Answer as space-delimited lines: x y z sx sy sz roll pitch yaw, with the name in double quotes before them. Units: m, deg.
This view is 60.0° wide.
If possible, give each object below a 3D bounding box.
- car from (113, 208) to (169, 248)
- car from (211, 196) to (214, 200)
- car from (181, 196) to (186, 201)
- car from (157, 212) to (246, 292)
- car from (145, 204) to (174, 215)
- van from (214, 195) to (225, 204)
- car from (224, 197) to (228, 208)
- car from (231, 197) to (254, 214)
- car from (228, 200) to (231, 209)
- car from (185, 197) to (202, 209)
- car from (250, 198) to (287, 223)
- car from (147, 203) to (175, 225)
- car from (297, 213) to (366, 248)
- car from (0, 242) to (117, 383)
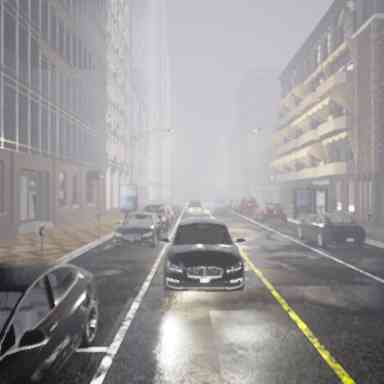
"car" -2.310 1.607 14.933 2.008 1.369 4.403 0 0 0
"car" 6.153 1.890 77.056 1.947 1.339 4.313 0 0 0
"car" -2.206 1.845 94.014 1.967 1.590 4.097 0 0 0
"car" 0.275 1.538 9.185 1.837 1.490 4.892 0 0 0
"car" -2.303 1.519 20.583 1.967 1.590 4.097 0 0 0
"van" 6.144 1.639 71.408 1.690 1.788 3.998 0 0 0
"car" 6.115 1.777 48.813 1.802 1.307 4.206 0 0 0
"car" 6.101 1.463 37.517 2.192 1.841 5.009 0 0 0
"car" 6.107 1.753 43.165 1.802 1.307 4.206 0 0 0
"car" 0.424 1.759 48.934 1.994 1.385 4.181 0 0 0
"car" 6.085 1.542 26.219 1.967 1.590 4.097 0 0 0
"car" -2.295 1.627 26.060 1.752 1.417 4.829 0 0 0
"car" 6.070 1.607 14.923 2.008 1.369 4.403 0 0 0
"car" -2.325 1.580 3.636 1.947 1.339 4.313 0 0 0
